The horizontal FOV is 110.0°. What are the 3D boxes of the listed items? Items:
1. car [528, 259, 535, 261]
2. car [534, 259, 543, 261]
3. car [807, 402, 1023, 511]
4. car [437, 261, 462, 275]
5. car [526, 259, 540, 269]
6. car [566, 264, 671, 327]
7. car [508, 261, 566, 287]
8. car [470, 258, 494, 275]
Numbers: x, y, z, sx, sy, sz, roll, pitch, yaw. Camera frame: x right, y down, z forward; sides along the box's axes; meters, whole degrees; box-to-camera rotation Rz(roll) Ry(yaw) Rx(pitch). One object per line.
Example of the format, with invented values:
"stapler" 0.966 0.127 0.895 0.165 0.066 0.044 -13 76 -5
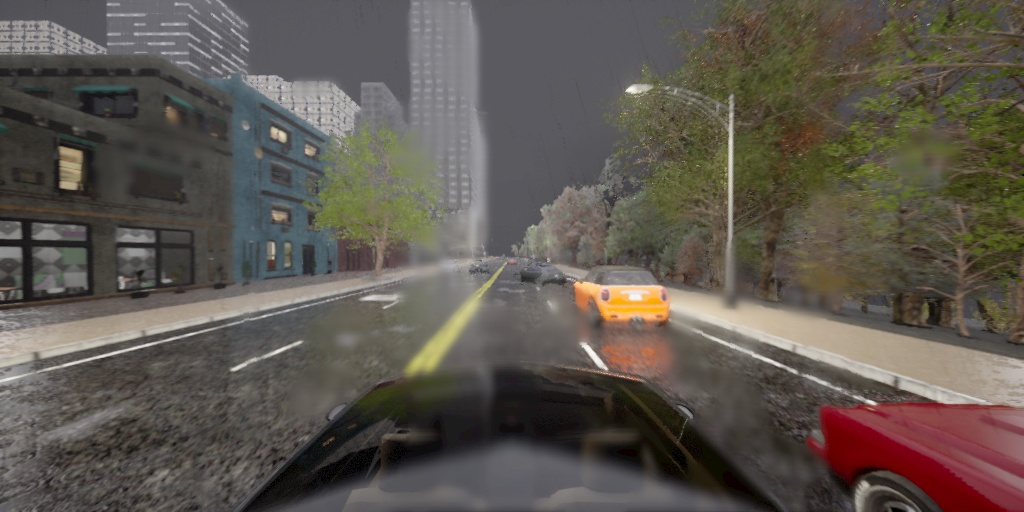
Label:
"car" 3.245 1.230 44.612 2.033 1.411 5.357 0 0 0
"car" 3.247 1.263 33.612 1.994 1.385 4.181 0 0 0
"car" 3.251 1.353 0.641 1.895 1.301 4.718 0 0 0
"car" -6.581 1.216 38.084 1.812 1.442 4.674 0 0 0
"car" 3.244 1.170 55.613 1.837 1.490 4.892 0 0 0
"car" 3.250 1.087 11.581 2.097 1.767 4.553 0 0 0
"car" 1.848 1.277 24.553 1.994 1.385 4.181 0 0 -31
"car" -3.327 1.256 38.343 1.994 1.385 4.181 0 0 0
